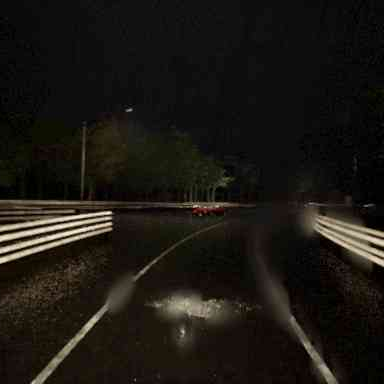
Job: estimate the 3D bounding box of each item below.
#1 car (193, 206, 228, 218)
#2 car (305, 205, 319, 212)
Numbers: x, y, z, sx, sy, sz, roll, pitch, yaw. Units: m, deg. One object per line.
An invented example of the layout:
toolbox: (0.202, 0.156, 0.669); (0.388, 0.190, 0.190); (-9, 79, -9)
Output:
car: (2.143, 2.121, 36.056); (1.895, 1.301, 4.718); (1, -1, 35)
car: (24.809, 3.362, 68.513); (1.994, 1.385, 4.181); (1, -1, 35)
